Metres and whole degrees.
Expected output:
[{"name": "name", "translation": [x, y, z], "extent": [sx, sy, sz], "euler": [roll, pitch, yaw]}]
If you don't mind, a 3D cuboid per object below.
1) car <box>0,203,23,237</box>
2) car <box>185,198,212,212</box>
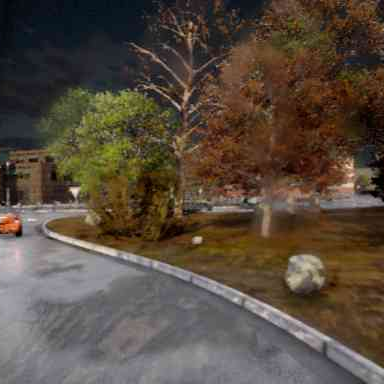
[{"name": "car", "translation": [-10.291, 1.379, 17.664], "extent": [2.097, 1.767, 4.553], "euler": [-1, 1, -30]}, {"name": "car", "translation": [-0.185, 1.303, 31.939], "extent": [4.181, 1.385, 1.994], "euler": [-1, 0, -2]}]
